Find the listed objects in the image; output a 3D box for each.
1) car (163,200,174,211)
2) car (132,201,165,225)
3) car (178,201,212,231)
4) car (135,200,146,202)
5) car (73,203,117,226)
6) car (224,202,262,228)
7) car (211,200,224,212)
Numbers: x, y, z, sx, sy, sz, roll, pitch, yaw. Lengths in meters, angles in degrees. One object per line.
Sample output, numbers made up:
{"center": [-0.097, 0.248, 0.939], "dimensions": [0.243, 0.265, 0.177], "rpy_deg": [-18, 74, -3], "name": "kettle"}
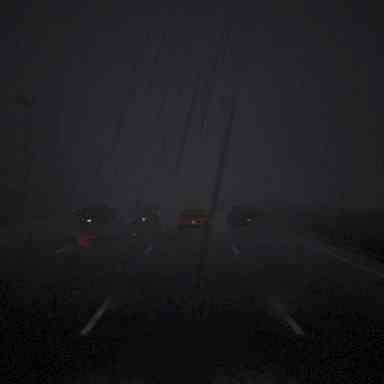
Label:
{"center": [-3.494, 1.852, 45.085], "dimensions": [1.812, 1.442, 4.674], "rpy_deg": [0, 0, 0], "name": "car"}
{"center": [-3.400, 1.712, 25.687], "dimensions": [1.812, 1.442, 4.674], "rpy_deg": [0, 0, 0], "name": "car"}
{"center": [0.100, 1.638, 22.096], "dimensions": [1.882, 1.535, 5.008], "rpy_deg": [0, 0, 0], "name": "car"}
{"center": [-6.999, 1.810, 45.835], "dimensions": [1.882, 1.535, 5.008], "rpy_deg": [0, 0, 0], "name": "car"}
{"center": [-6.901, 1.686, 24.760], "dimensions": [1.837, 1.490, 4.892], "rpy_deg": [0, 0, 0], "name": "car"}
{"center": [3.600, 1.648, 23.475], "dimensions": [1.882, 1.535, 5.008], "rpy_deg": [0, 0, 0], "name": "car"}
{"center": [3.509, 1.816, 44.595], "dimensions": [2.128, 1.511, 4.902], "rpy_deg": [0, 0, 0], "name": "car"}
